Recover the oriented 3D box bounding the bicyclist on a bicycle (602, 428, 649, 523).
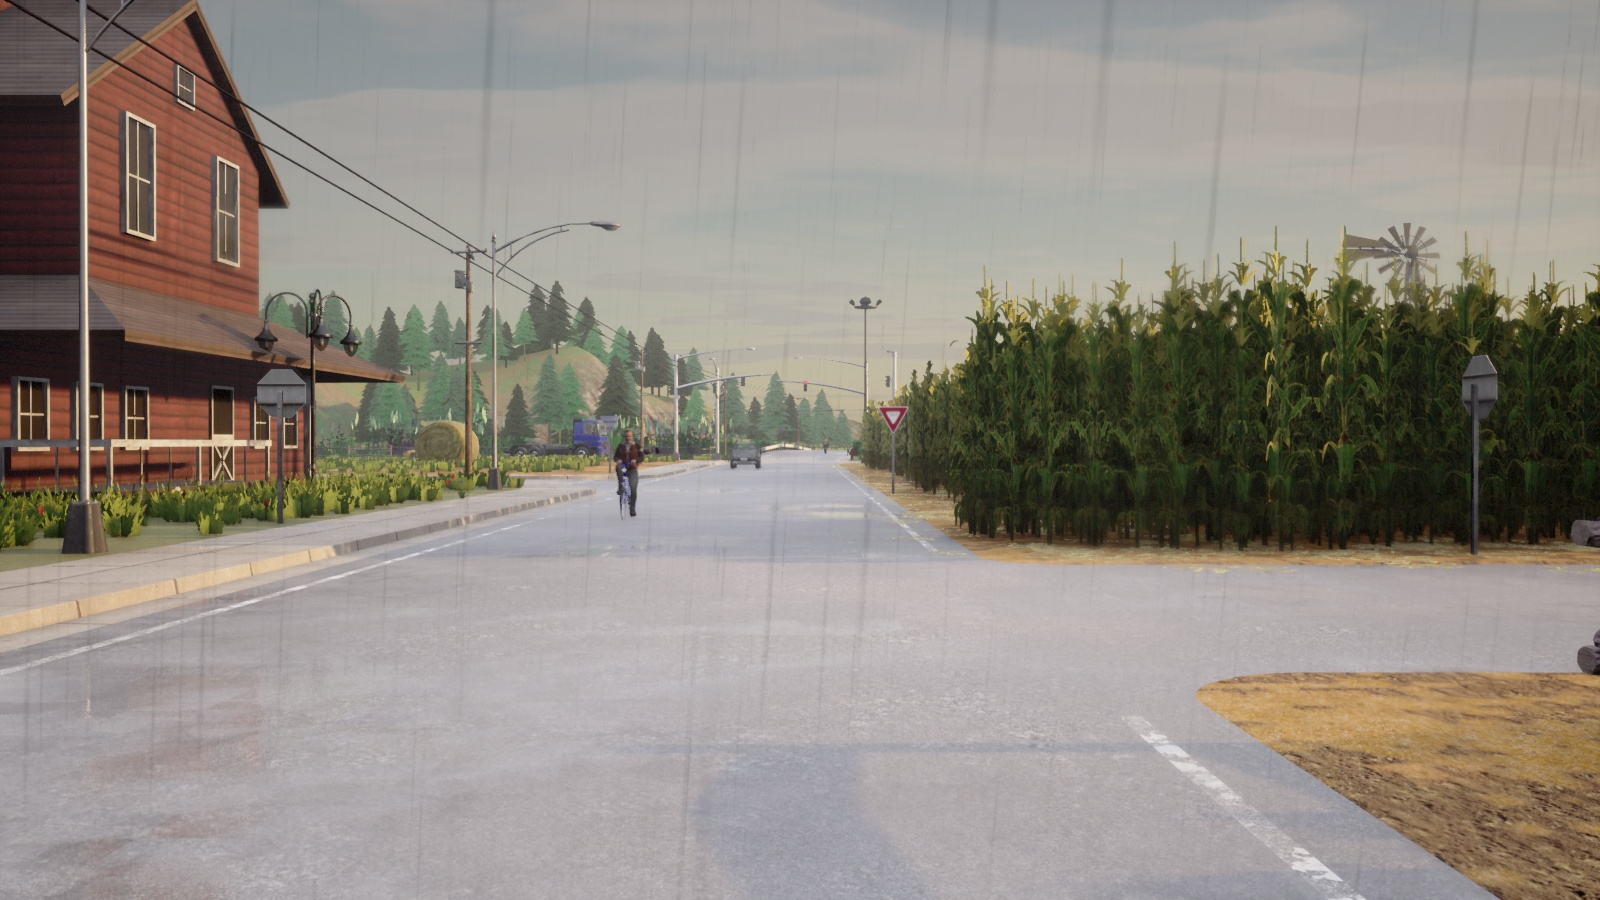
[{"bbox_3d":[-3.374,0.476,24.400,0.659,1.776,1.843,0,0,0],"label":"bicyclist on a bicycle"}]

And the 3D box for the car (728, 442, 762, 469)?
[{"bbox_3d":[-3.154,0.311,72.925,1.789,1.549,3.705,0,0,0],"label":"car"}]
